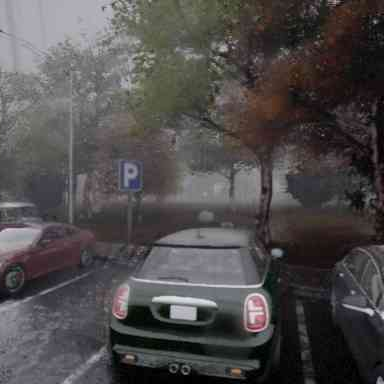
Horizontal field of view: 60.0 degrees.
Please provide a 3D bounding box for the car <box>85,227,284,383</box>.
[{"bbox_3d":[0.455,1.382,5.716,2.185,1.767,4.553,0,-1,15],"label":"car"}]

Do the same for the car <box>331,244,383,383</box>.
[{"bbox_3d":[2.893,1.484,4.030,2.231,1.521,4.892,0,-1,15],"label":"car"}]

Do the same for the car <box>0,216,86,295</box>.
[{"bbox_3d":[-4.400,1.593,9.154,2.002,1.452,4.674,0,-1,15],"label":"car"}]

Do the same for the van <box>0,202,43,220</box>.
[{"bbox_3d":[-6.821,1.349,10.962,1.878,1.987,4.442,0,-1,14],"label":"van"}]
